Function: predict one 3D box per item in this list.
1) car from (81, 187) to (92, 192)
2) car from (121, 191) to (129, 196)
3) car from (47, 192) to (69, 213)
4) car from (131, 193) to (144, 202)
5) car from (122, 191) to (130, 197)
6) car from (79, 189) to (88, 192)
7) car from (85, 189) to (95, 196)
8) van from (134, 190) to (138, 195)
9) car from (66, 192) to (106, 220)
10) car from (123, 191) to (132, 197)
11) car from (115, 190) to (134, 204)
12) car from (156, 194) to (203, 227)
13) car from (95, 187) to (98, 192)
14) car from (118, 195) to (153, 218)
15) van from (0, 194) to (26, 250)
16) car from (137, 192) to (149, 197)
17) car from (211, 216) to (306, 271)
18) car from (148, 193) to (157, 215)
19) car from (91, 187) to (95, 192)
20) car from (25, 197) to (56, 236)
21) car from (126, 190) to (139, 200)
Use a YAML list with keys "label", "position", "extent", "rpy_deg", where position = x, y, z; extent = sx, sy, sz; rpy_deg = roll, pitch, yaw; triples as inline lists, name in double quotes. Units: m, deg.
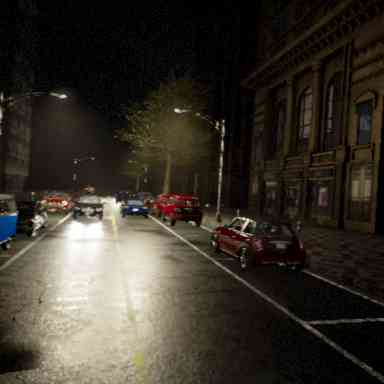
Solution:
- label: "car"
  position: [-17.291, 0.372, 52.826]
  extent: [1.752, 1.417, 4.829]
  rpy_deg: [4, 0, -14]
- label: "car"
  position: [-18.844, 0.375, 93.339]
  extent: [1.802, 1.307, 4.206]
  rpy_deg: [3, 0, -14]
- label: "car"
  position: [-10.364, 0.741, 25.674]
  extent: [1.967, 1.590, 4.097]
  rpy_deg: [4, 0, -14]
- label: "car"
  position: [-9.090, 0.938, 55.091]
  extent: [1.802, 1.307, 4.206]
  rpy_deg: [3, 0, -14]
- label: "car"
  position: [-17.490, 0.394, 88.040]
  extent: [1.752, 1.417, 4.829]
  rpy_deg: [3, 0, -14]
- label: "car"
  position: [-14.550, 0.606, 42.065]
  extent: [1.802, 1.307, 4.206]
  rpy_deg: [4, 0, -14]
- label: "car"
  position: [-22.908, 0.084, 74.844]
  extent: [1.947, 1.339, 4.313]
  rpy_deg: [3, 0, -14]
- label: "van"
  position: [-6.288, 0.878, 44.163]
  extent: [1.690, 1.788, 3.998]
  rpy_deg: [4, 0, -14]
- label: "car"
  position: [-6.911, 1.012, 22.549]
  extent: [2.128, 1.511, 4.902]
  rpy_deg: [4, 0, -14]
- label: "car"
  position: [-16.056, 0.516, 82.410]
  extent: [1.947, 1.339, 4.313]
  rpy_deg: [3, 0, -14]
- label: "car"
  position: [-9.317, 0.825, 44.796]
  extent: [1.882, 1.535, 5.008]
  rpy_deg: [4, 0, -14]
- label: "car"
  position: [-0.715, 1.222, 22.307]
  extent: [2.192, 1.841, 5.009]
  rpy_deg: [4, 0, -14]
- label: "car"
  position: [-21.500, -0.085, 69.381]
  extent: [2.192, 1.841, 5.009]
  rpy_deg: [3, 0, -14]
- label: "car"
  position: [-4.585, 1.226, 26.198]
  extent: [1.994, 1.385, 4.181]
  rpy_deg: [4, 0, -14]
- label: "van"
  position: [-6.179, 0.928, 9.283]
  extent: [1.690, 1.788, 3.998]
  rpy_deg: [4, 0, -14]
- label: "car"
  position: [-4.901, 1.069, 38.699]
  extent: [1.967, 1.590, 4.097]
  rpy_deg: [4, 0, -14]
- label: "car"
  position: [2.063, 1.539, 11.378]
  extent: [1.967, 1.590, 4.097]
  rpy_deg: [4, 0, -14]
- label: "car"
  position: [-2.108, 1.129, 27.770]
  extent: [2.192, 1.841, 5.009]
  rpy_deg: [4, 0, -14]
- label: "car"
  position: [-18.713, 0.076, 58.453]
  extent: [2.192, 1.841, 5.009]
  rpy_deg: [3, 0, -14]
- label: "car"
  position: [-7.586, 1.055, 14.747]
  extent: [1.947, 1.339, 4.313]
  rpy_deg: [4, 0, -14]
- label: "car"
  position: [-11.860, 0.508, 66.019]
  extent: [2.192, 1.841, 5.009]
  rpy_deg: [3, 0, -14]
